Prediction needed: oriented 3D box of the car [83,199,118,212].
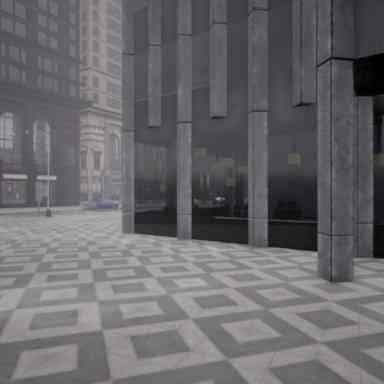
[{"bbox_3d":[-11.142,1.606,40.888,1.812,1.442,4.674,0,0,35],"label":"car"}]
